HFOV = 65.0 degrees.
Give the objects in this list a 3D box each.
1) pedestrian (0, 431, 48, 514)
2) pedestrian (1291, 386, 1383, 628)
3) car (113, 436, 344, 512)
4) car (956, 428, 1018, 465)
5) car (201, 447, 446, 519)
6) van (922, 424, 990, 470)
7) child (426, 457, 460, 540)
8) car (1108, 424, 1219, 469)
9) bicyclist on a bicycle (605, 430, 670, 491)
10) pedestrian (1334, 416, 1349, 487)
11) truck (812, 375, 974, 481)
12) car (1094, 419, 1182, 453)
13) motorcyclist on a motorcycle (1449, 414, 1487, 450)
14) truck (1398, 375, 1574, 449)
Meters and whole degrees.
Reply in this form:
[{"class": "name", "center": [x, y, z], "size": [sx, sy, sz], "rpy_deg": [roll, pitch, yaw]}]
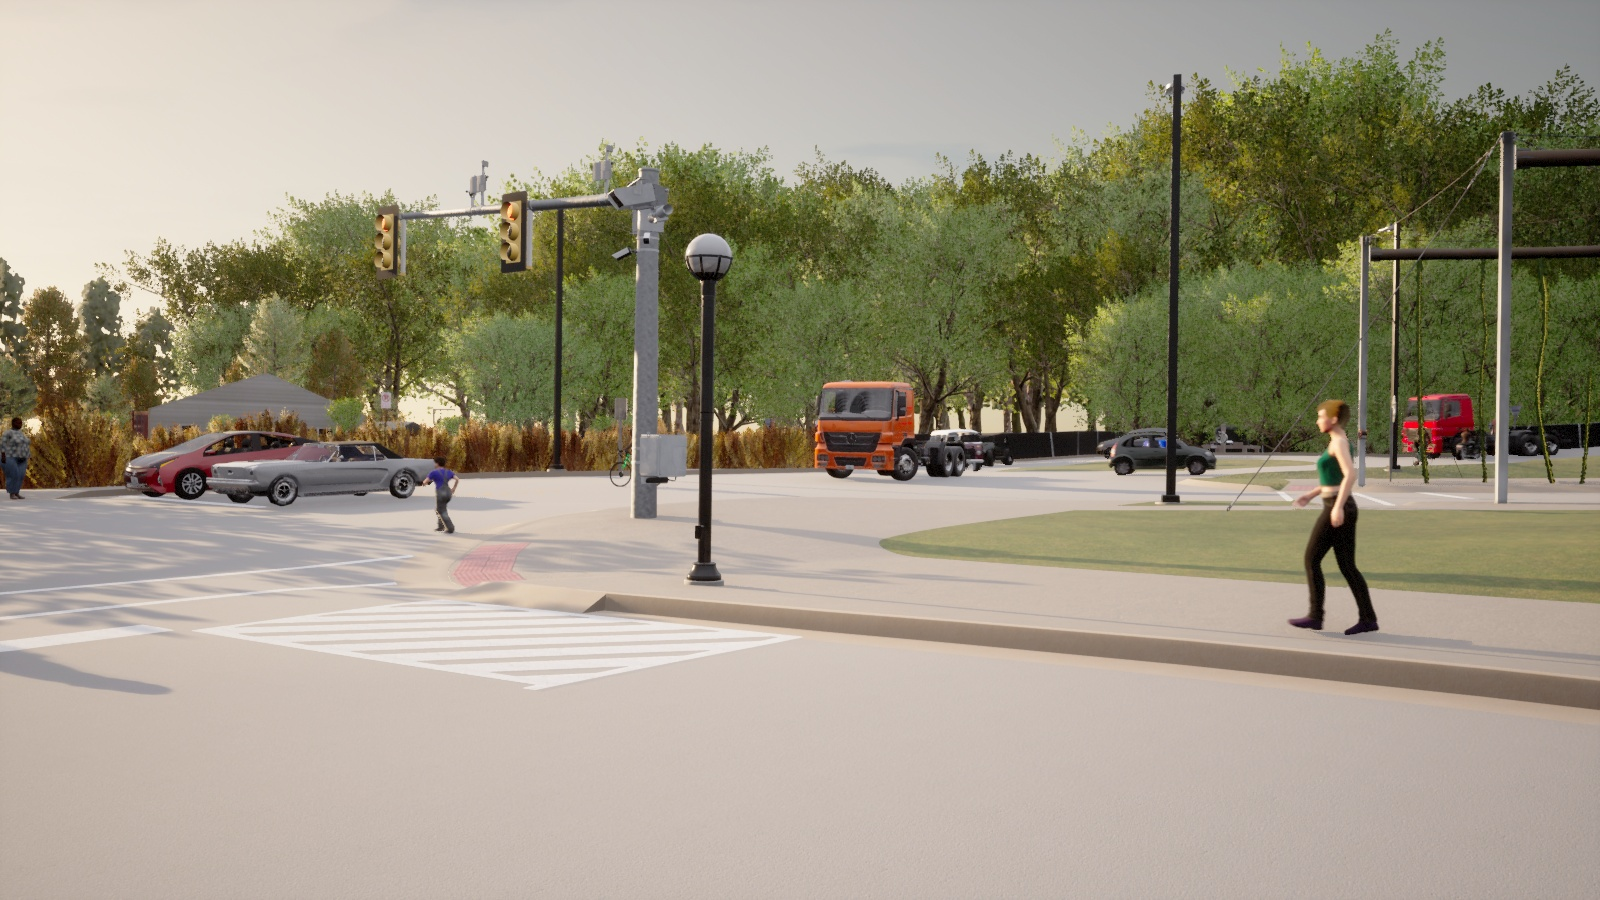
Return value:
[{"class": "pedestrian", "center": [-17.677, 0.498, 28.307], "size": [0.900, 1.855, 0.874], "rpy_deg": [0, 0, 12]}, {"class": "pedestrian", "center": [4.200, 0.434, 9.832], "size": [0.594, 1.836, 0.345], "rpy_deg": [0, 0, 37]}, {"class": "car", "center": [-13.418, 0.513, 29.721], "size": [2.007, 1.525, 4.514], "rpy_deg": [0, 2, 37]}, {"class": "car", "center": [10.619, -0.206, 71.163], "size": [1.905, 1.878, 3.866], "rpy_deg": [-3, 0, 34]}, {"class": "car", "center": [-10.370, 0.656, 27.668], "size": [1.895, 1.301, 4.718], "rpy_deg": [0, 2, 37]}, {"class": "van", "center": [7.345, -0.110, 59.458], "size": [2.069, 2.038, 4.480], "rpy_deg": [-2, -1, -7]}, {"class": "child", "center": [-5.557, 0.749, 19.561], "size": [0.437, 1.263, 0.270], "rpy_deg": [0, 0, 30]}, {"class": "car", "center": [14.005, -0.139, 48.343], "size": [3.988, 1.617, 1.851], "rpy_deg": [-2, 1, 18]}, {"class": "bicyclist on a bicycle", "center": [-4.404, 0.283, 34.001], "size": [1.656, 1.620, 0.582], "rpy_deg": [0, 1, -33]}, {"class": "pedestrian", "center": [14.268, 0.036, 33.080], "size": [0.376, 1.854, 0.720], "rpy_deg": [0, 0, 24]}, {"class": "truck", "center": [3.540, -0.790, 45.304], "size": [2.891, 3.462, 7.936], "rpy_deg": [0, 1, 28]}, {"class": "car", "center": [19.068, -0.788, 70.795], "size": [4.611, 1.667, 2.242], "rpy_deg": [-3, 2, 19]}, {"class": "motorcyclist on a motorcycle", "center": [32.390, -0.882, 60.878], "size": [2.350, 1.649, 0.766], "rpy_deg": [-2, 4, -41]}, {"class": "truck", "center": [36.099, -1.990, 66.142], "size": [7.936, 3.462, 2.891], "rpy_deg": [-3, 1, -9]}]
